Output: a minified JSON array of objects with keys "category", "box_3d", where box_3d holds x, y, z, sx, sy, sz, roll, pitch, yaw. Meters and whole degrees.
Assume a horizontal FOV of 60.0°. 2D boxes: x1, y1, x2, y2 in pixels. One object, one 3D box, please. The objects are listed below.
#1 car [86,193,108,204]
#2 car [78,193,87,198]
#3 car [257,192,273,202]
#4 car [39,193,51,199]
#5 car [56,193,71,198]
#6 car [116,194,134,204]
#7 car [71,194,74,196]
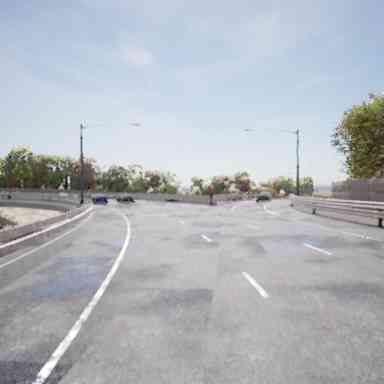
[{"category":"car","box_3d":[-15.315,1.059,54.387,1.882,1.535,5.008,-1,0,-31]},{"category":"car","box_3d":[-25.121,0.943,78.424,4.902,1.511,2.128,0,1,44]},{"category":"car","box_3d":[11.843,0.831,53.891,1.837,1.490,4.892,-1,0,22]},{"category":"car","box_3d":[-35.024,1.023,78.261,4.892,1.490,1.837,0,1,41]},{"category":"car","box_3d":[-31.707,0.997,79.964,4.674,1.442,1.812,0,1,41]},{"category":"car","box_3d":[-10.903,1.050,53.780,1.837,1.490,4.892,0,0,-29]},{"category":"car","box_3d":[-32.491,0.851,85.389,4.718,1.301,1.895,0,1,39]}]
